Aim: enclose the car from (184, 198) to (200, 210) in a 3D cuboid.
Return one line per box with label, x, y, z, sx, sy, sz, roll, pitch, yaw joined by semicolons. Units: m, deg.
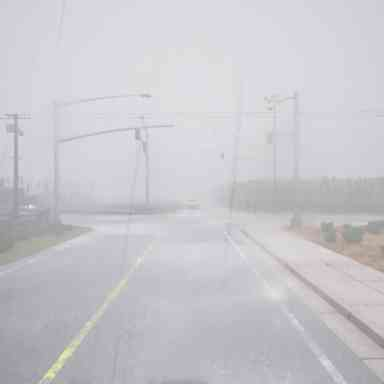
car;-0.011;1.536;43.406;1.882;1.535;5.008;0;1;-3
